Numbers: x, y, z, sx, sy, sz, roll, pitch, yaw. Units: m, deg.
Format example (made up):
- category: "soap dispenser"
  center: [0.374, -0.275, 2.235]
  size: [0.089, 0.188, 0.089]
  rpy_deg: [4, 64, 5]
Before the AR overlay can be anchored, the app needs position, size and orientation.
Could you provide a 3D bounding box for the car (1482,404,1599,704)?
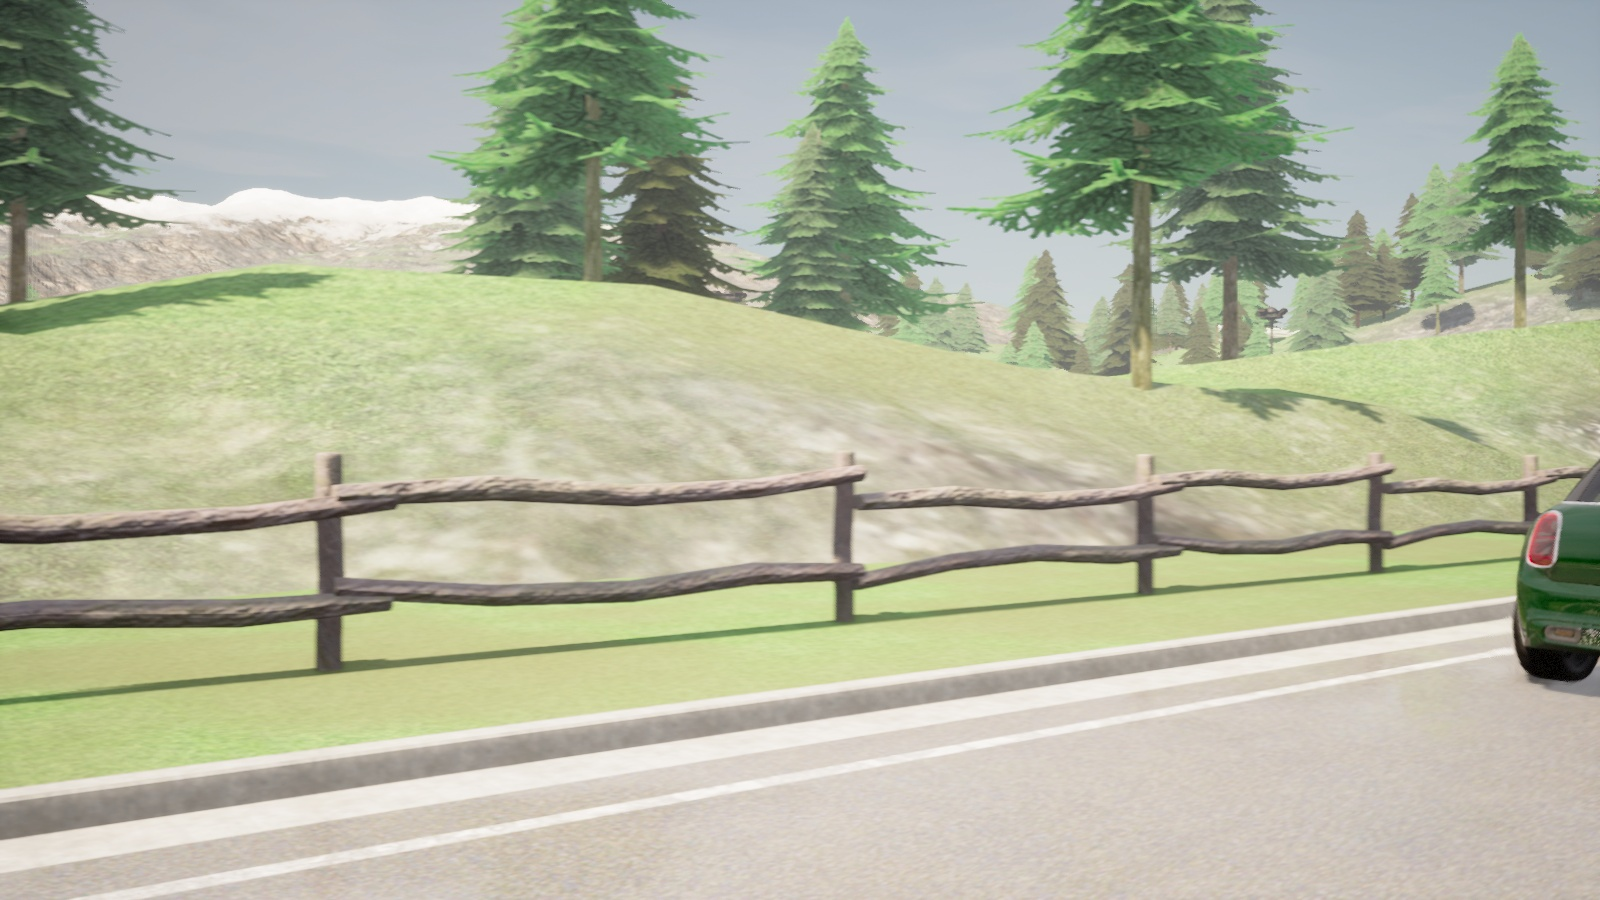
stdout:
- category: "car"
  center: [6.780, 0.611, 8.379]
  size: [4.553, 1.767, 2.097]
  rpy_deg: [0, 0, -35]
